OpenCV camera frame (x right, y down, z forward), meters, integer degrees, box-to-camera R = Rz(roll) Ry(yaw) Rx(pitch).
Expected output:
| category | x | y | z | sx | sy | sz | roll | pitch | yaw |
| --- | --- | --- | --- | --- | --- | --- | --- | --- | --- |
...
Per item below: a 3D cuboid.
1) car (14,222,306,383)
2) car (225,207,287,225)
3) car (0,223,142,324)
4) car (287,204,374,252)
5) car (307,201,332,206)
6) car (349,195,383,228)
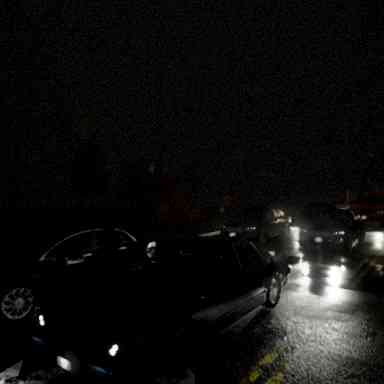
| category | x | y | z | sx | sy | sz | roll | pitch | yaw |
| --- | --- | --- | --- | --- | --- | --- | --- | --- | --- |
| car | 0.109 | 1.545 | 5.916 | 2.033 | 1.411 | 5.357 | 0 | 0 | 36 |
| car | 3.125 | 1.482 | 15.635 | 2.128 | 1.511 | 4.902 | 0 | 0 | 36 |
| car | -2.834 | 1.505 | 7.391 | 1.837 | 1.490 | 4.892 | 0 | 0 | 36 |
| car | 6.062 | 1.481 | 14.151 | 2.128 | 1.511 | 4.902 | 0 | 0 | 36 |
| car | 9.175 | 1.459 | 23.987 | 1.882 | 1.535 | 5.008 | 0 | 0 | 36 |
| car | 12.196 | 1.201 | 22.622 | 2.150 | 2.045 | 5.566 | 0 | 0 | 36 |
